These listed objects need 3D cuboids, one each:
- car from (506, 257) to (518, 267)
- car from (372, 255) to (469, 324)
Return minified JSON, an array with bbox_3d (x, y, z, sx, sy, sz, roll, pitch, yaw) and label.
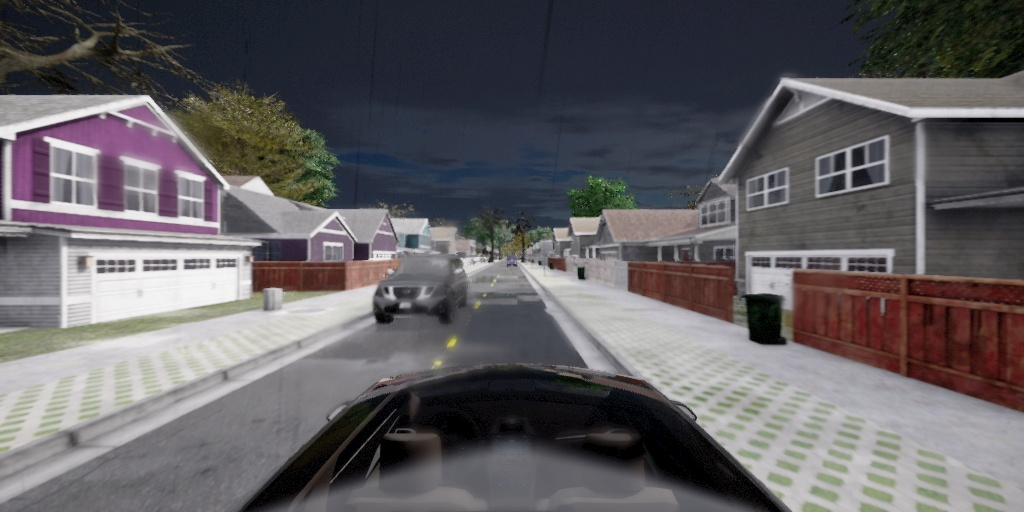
[{"bbox_3d":[-0.007,1.357,64.240,1.895,1.301,4.718,0,0,0],"label":"car"},{"bbox_3d":[-2.803,0.974,12.285,2.150,2.045,5.566,0,0,0],"label":"car"}]
